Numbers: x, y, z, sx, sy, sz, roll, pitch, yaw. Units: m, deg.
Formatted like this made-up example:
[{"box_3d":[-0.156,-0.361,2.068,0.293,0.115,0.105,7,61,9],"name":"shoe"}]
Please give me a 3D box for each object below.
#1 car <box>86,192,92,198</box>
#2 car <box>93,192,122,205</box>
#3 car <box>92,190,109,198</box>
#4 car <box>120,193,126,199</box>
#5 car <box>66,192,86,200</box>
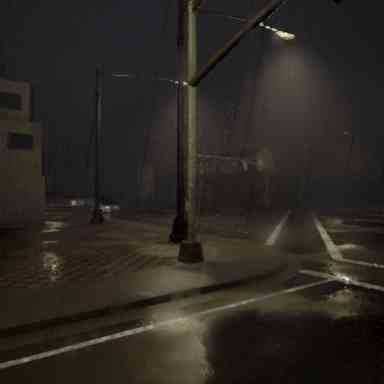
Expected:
[{"box_3d":[-24.451,0.655,77.510,1.994,1.385,4.181,0,-1,-36],"name":"car"},{"box_3d":[-12.485,1.152,48.920,1.812,1.442,4.674,0,2,-36],"name":"car"},{"box_3d":[-18.330,0.764,69.066,2.128,1.511,4.902,0,0,-36],"name":"car"},{"box_3d":[-15.741,0.801,71.458,1.994,1.385,4.181,0,0,-36],"name":"car"},{"box_3d":[-21.878,0.860,62.008,1.895,1.301,4.718,0,1,-36],"name":"car"}]
